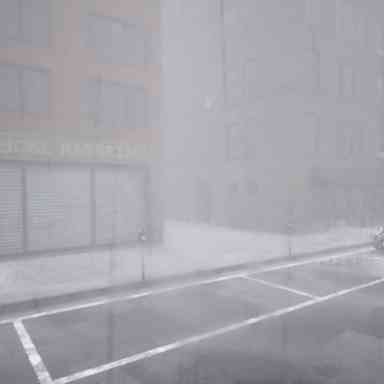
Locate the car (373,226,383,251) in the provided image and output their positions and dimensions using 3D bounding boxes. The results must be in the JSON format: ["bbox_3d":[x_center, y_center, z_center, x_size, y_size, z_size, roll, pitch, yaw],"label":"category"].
[{"bbox_3d":[8.835,1.482,12.964,4.097,1.590,1.967,0,-1,-35],"label":"car"}]
